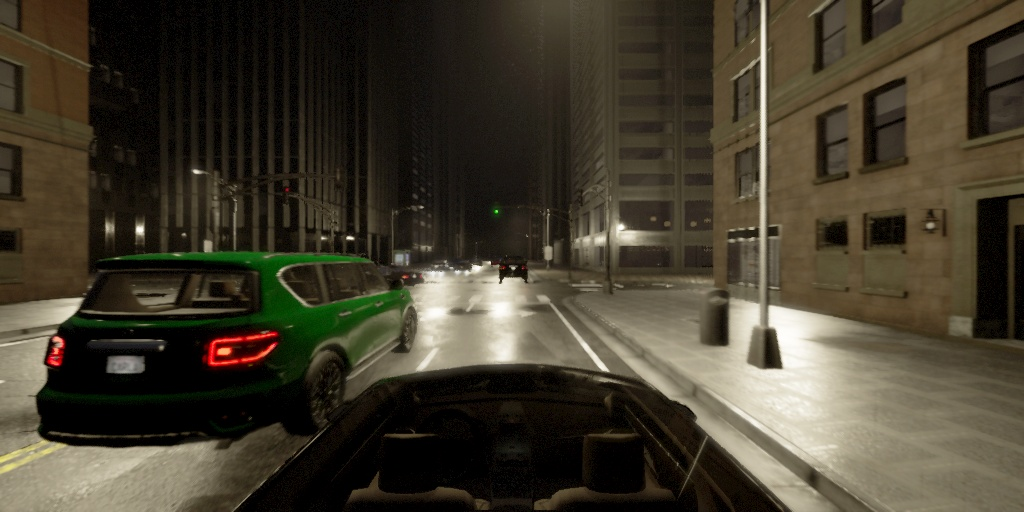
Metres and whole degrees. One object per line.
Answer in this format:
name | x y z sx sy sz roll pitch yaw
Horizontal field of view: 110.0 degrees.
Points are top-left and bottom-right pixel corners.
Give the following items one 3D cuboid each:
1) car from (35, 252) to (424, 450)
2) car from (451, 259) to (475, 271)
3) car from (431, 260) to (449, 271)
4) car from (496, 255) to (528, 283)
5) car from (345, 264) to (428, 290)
car | -3.150 0.973 5.602 2.150 2.045 5.566 0 0 0
car | -6.558 1.307 48.834 1.994 1.385 4.181 0 0 0
car | -9.807 1.235 49.127 2.128 1.511 4.902 0 0 0
car | 0.104 0.970 28.150 2.150 2.045 5.566 0 0 0
car | -8.107 1.296 23.044 5.357 1.411 2.033 0 0 31
